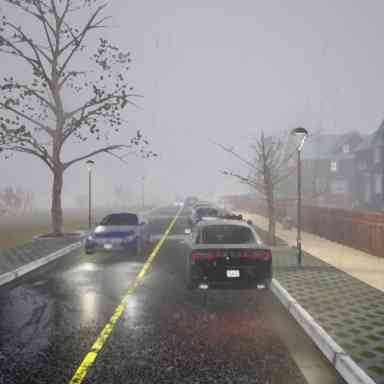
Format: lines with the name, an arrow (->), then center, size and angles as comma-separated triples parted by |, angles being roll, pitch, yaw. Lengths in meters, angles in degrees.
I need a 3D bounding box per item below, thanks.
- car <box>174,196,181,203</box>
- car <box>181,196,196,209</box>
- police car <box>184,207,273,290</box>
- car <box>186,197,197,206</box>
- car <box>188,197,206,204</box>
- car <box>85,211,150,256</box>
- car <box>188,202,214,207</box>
car -> -2.803, 1.534, 70.814 | 2.128, 1.511, 4.902 | 0, 0, 0
car -> -0.015, 1.367, 45.845 | 2.097, 1.767, 4.553 | 0, 0, 0
police car -> 0.819, 1.425, 9.218 | 1.930, 1.638, 5.238 | 0, 0, 0
car -> -0.042, 1.551, 56.936 | 1.812, 1.442, 4.674 | 0, 0, 0
car -> 0.807, 1.459, 25.298 | 1.801, 1.575, 5.366 | 0, 0, 0
car -> -2.759, 1.526, 13.264 | 1.812, 1.442, 4.674 | 0, 0, 0
car -> 0.811, 1.527, 19.108 | 1.812, 1.442, 4.674 | 0, 0, 0
